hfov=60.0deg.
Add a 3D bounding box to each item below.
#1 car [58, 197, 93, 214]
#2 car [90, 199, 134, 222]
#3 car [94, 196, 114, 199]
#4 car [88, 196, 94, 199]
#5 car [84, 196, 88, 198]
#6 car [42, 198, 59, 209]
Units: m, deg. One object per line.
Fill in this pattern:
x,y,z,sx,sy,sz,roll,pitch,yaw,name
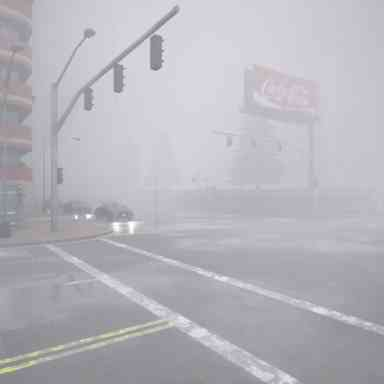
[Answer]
-12.094,1.564,34.715,1.994,1.385,4.181,0,0,-36,car
-6.289,1.564,26.639,1.994,1.385,4.181,0,0,-36,car
-14.490,1.505,56.394,1.837,1.490,4.892,0,0,-36,car
-19.973,1.478,64.027,1.882,1.535,5.008,0,0,-36,car
-20.558,1.564,58.844,1.994,1.385,4.181,0,0,-36,car
-17.977,1.478,42.926,1.882,1.535,5.008,0,0,-36,car
